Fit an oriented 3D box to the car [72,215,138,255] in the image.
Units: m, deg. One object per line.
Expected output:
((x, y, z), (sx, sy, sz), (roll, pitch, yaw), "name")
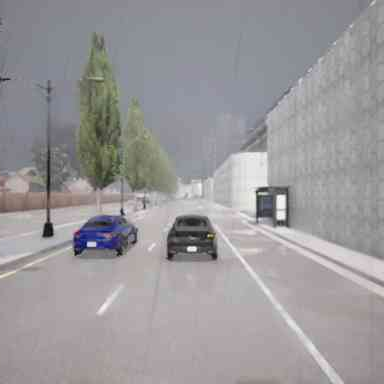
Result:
((-3.479, 1.678, 13.888), (1.812, 1.442, 4.674), (0, 0, 1), "car")

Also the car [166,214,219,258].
((0.016, 1.656, 13.496), (1.837, 1.490, 4.892), (0, 0, 0), "car")

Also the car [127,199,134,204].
((-15.014, 2.379, 83.588), (1.895, 1.301, 4.718), (0, -1, 0), "car")

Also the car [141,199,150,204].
((-11.514, 2.337, 83.619), (1.994, 1.385, 4.181), (0, -1, 0), "car")
